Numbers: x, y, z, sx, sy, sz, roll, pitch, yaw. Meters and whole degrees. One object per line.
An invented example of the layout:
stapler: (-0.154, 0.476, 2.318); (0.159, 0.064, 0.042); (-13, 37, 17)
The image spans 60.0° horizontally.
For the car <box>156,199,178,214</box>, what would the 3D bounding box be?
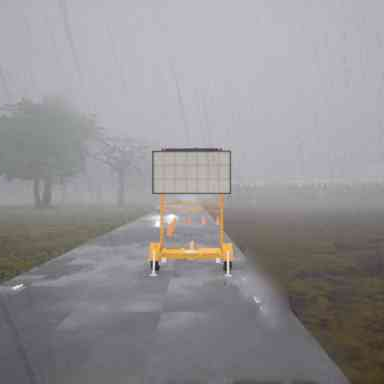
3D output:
car: (-2.884, 1.705, 36.651); (1.895, 1.301, 4.718); (0, 0, 0)

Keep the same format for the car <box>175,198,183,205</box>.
car: (-2.812, 1.915, 65.295); (1.994, 1.385, 4.181); (0, 0, 0)

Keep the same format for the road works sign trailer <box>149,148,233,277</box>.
road works sign trailer: (-0.004, 0.463, 10.275); (2.380, 3.560, 2.880); (0, 0, 1)
